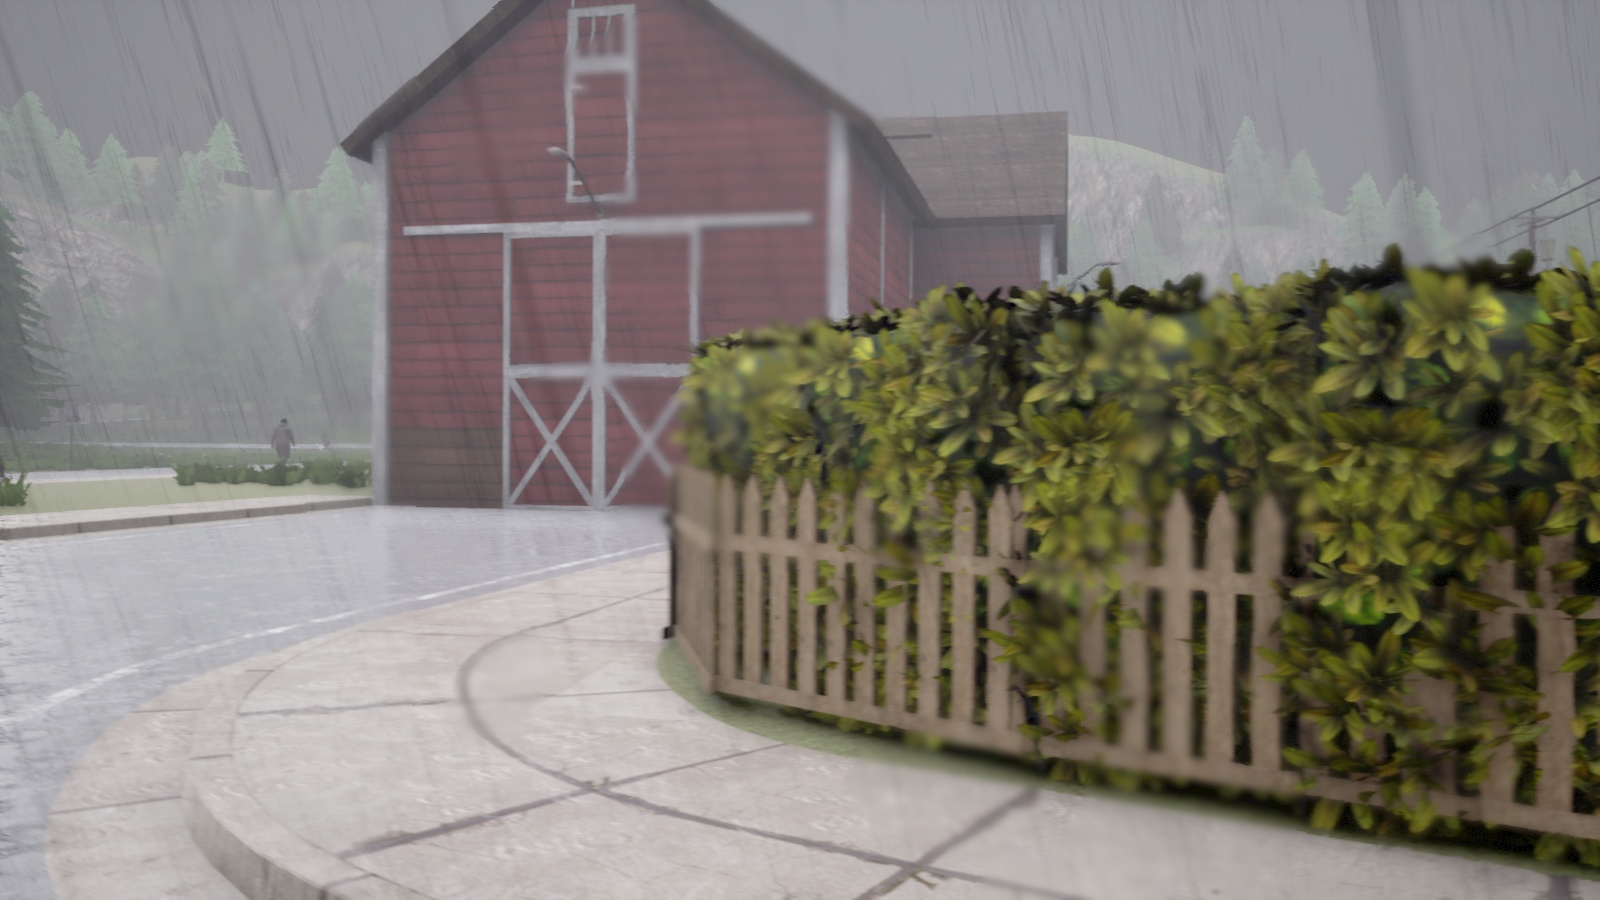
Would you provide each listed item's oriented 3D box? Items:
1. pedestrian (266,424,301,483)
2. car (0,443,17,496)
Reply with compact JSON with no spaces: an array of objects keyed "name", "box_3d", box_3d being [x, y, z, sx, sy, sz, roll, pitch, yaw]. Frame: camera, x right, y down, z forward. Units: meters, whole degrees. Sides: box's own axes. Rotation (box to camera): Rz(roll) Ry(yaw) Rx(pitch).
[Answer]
[{"name":"pedestrian","box_3d":[-17.062,0.109,41.502,0.659,1.952,0.873,-1,1,10]},{"name":"car","box_3d":[-23.756,0.587,34.235,1.970,1.475,3.806,-1,1,13]}]
